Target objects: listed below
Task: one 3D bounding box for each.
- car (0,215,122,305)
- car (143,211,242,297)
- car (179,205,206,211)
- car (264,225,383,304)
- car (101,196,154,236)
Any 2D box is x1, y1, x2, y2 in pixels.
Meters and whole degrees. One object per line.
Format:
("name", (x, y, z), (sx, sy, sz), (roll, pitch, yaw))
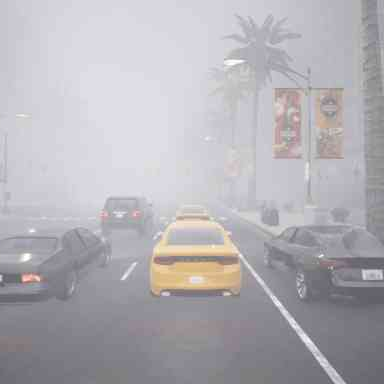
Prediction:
("car", (-3.424, 1.547, 8.294), (2.033, 1.411, 5.357), (0, 0, 0))
("car", (0.070, 1.478, 8.637), (1.882, 1.535, 5.008), (0, 0, 0))
("car", (0.031, 1.478, 18.836), (1.882, 1.535, 5.008), (0, 0, 0))
("car", (3.164, 1.513, 8.227), (2.161, 1.482, 4.786), (0, 0, -1))
("car", (-3.467, 1.222, 18.565), (2.150, 2.045, 5.566), (0, 0, 0))
